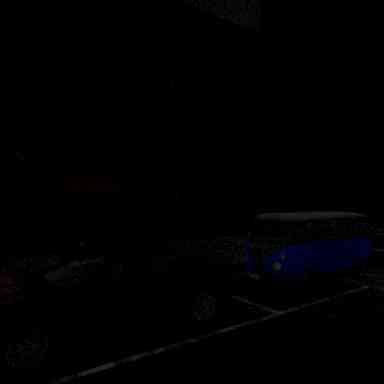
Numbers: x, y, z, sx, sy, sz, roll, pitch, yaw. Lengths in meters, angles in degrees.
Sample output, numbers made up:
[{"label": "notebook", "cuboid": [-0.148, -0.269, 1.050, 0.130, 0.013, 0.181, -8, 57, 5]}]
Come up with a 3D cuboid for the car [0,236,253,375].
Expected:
[{"label": "car", "cuboid": [-1.311, 1.565, 5.600, 4.507, 1.381, 1.887, 1, -1, -36]}]

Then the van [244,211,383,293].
[{"label": "van", "cuboid": [3.127, 1.414, 8.767, 3.998, 1.788, 1.690, 1, -1, -36]}]
